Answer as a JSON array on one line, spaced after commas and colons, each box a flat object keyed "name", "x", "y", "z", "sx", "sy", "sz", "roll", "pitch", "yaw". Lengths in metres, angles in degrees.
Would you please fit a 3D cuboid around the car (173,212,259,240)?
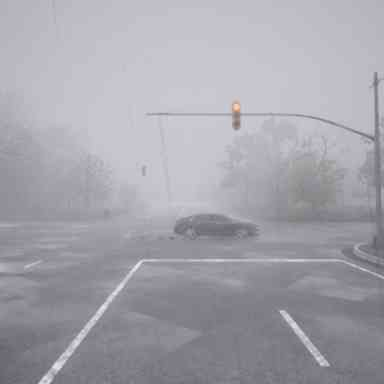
[{"name": "car", "x": 1.360, "y": 1.944, "z": 19.192, "sx": 4.892, "sy": 1.490, "sz": 1.837, "roll": 0, "pitch": -2, "yaw": 2}]
